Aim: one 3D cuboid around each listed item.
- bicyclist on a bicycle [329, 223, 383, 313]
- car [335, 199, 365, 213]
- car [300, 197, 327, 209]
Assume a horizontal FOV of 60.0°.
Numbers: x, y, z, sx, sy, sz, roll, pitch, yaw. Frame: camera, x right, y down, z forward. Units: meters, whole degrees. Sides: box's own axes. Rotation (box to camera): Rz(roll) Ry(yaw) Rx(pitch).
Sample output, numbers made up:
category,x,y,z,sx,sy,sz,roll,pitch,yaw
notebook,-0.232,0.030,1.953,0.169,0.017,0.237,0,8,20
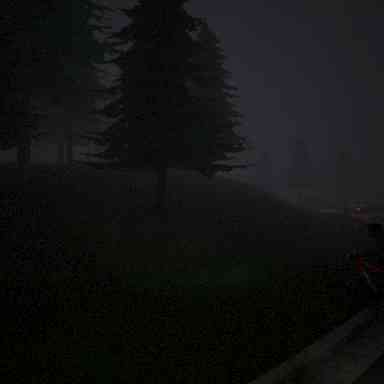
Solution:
category,x,y,z,sx,sy,sz,roll,pitch,yaw
bicyclist on a bicycle,3.364,1.403,5.999,1.656,1.620,0.582,11,7,43
car,17.413,1.526,36.751,1.812,1.442,4.674,0,0,4
car,16.820,1.505,46.290,1.837,1.490,4.892,0,0,-10
